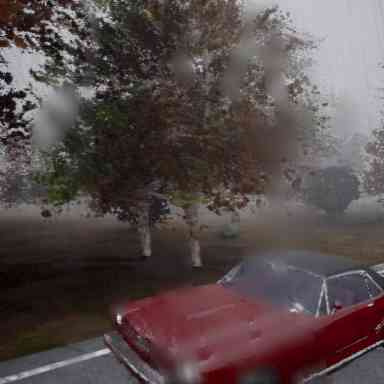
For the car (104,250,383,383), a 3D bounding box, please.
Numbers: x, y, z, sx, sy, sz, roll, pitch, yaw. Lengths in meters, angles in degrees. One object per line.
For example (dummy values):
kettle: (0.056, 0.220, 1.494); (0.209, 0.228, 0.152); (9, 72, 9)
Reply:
car: (1.299, 1.599, 4.610); (4.718, 1.301, 1.895); (0, 0, -35)
